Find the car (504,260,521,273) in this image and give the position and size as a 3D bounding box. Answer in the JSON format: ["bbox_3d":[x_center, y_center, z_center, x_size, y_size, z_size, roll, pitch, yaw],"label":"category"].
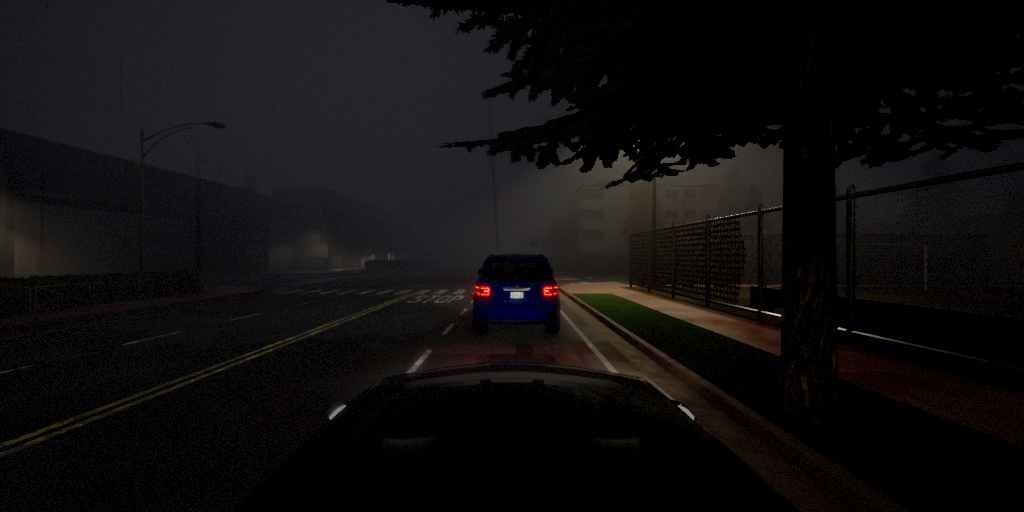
[{"bbox_3d":[0.025,1.242,45.614,2.128,1.511,4.902,0,0,0],"label":"car"}]

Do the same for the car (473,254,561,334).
[{"bbox_3d":[0.115,0.972,10.738,2.150,2.045,5.566,0,0,0],"label":"car"}]
